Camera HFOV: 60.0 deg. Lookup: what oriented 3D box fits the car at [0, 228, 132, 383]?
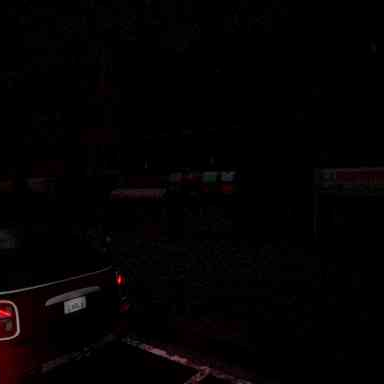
[{"bbox_3d":[-3.109,1.350,5.164,4.553,1.767,2.097,0,0,36],"label":"car"}]
